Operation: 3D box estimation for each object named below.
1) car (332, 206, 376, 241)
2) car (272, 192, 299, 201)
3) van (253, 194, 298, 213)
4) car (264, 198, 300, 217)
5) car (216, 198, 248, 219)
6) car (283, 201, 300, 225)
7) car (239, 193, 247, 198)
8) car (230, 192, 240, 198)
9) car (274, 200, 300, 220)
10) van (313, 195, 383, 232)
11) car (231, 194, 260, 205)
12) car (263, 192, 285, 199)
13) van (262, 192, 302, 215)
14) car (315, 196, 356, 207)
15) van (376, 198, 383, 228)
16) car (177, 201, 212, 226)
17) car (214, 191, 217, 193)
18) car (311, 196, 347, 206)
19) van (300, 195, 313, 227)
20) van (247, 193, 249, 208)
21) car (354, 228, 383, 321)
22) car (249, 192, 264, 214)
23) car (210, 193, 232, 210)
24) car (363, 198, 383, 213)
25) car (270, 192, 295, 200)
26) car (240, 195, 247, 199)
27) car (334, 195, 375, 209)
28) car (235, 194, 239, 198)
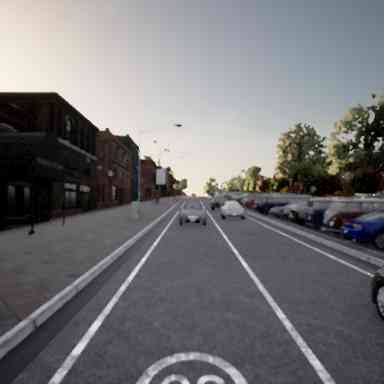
[{"bbox_3d":[8.998,1.536,14.155,5.008,1.535,2.097,0,0,0],"label":"car"},{"bbox_3d":[22.154,1.007,78.983,5.566,2.045,2.435,0,0,0],"label":"car"},{"bbox_3d":[9.155,1.253,36.589,4.442,1.987,1.878,0,0,0],"label":"van"},{"bbox_3d":[9.031,1.524,28.178,4.892,1.521,2.231,0,0,0],"label":"car"},{"bbox_3d":[3.369,1.519,28.633,1.812,1.442,4.674,0,0,1],"label":"car"},{"bbox_3d":[9.045,1.570,22.567,4.792,1.488,2.163,0,0,0],"label":"car"},{"bbox_3d":[9.082,1.302,44.999,4.553,1.767,2.185,0,0,0],"label":"car"},{"bbox_3d":[9.031,1.141,50.605,5.566,2.045,2.435,0,0,0],"label":"car"},{"bbox_3d":[9.017,1.573,25.375,4.674,1.452,2.002,0,0,0],"label":"car"},{"bbox_3d":[8.892,1.314,16.962,4.442,1.987,1.878,0,0,0],"label":"van"},{"bbox_3d":[9.036,1.233,56.212,4.553,1.767,2.185,0,0,0],"label":"car"},{"bbox_3d":[22.171,0.951,90.000,5.566,2.045,2.435,0,0,0],"label":"car"},{"bbox_3d":[9.146,1.287,30.984,4.442,1.987,1.878,0,0,0],"label":"van"},{"bbox_3d":[21.954,1.426,50.985,5.366,1.575,1.946,0,0,0],"label":"car"},{"bbox_3d":[9.117,1.306,11.352,4.442,1.987,1.878,0,0,0],"label":"van"},{"bbox_3d":[0.060,1.486,23.368,2.128,1.511,4.902,0,0,0],"label":"car"},{"bbox_3d":[9.118,1.154,92.648,4.892,1.521,2.231,0,0,0],"label":"car"},{"bbox_3d":[22.149,1.414,53.762,4.892,1.521,2.231,0,0,0],"label":"car"},{"bbox_3d":[9.129,1.315,19.764,4.442,1.987,1.878,0,0,0],"label":"van"},{"bbox_3d":[9.159,1.236,39.392,4.442,1.987,1.878,0,0,0],"label":"van"},{"bbox_3d":[4.230,1.523,4.258,1.837,1.490,4.892,0,0,0],"label":"car"},{"bbox_3d":[9.006,1.244,33.785,5.566,2.045,2.435,0,0,0],"label":"car"},{"bbox_3d":[3.382,1.299,41.127,2.097,1.767,4.553,0,0,1],"label":"car"},{"bbox_3d":[22.304,1.512,37.106,5.366,1.575,1.946,0,0,0],"label":"car"},{"bbox_3d":[22.157,0.991,81.645,5.566,2.045,2.435,0,0,0],"label":"car"},{"bbox_3d":[9.039,1.445,42.197,4.892,1.521,2.231,0,0,0],"label":"car"},{"bbox_3d":[22.162,1.338,45.434,4.553,1.767,2.185,0,0,0],"label":"car"},{"bbox_3d":[9.052,1.450,47.804,4.674,1.452,2.002,0,0,0],"label":"car"}]
